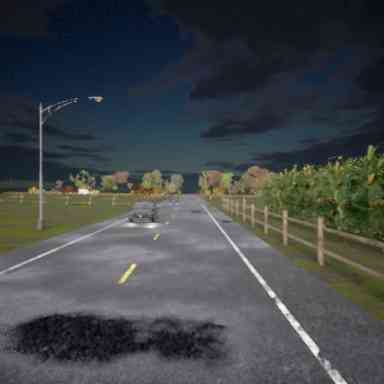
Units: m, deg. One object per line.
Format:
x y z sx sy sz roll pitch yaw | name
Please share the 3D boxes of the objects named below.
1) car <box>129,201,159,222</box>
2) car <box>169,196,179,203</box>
-3.607 1.454 25.592 1.837 1.490 4.892 0 0 0 | car
-3.534 1.441 65.896 2.033 1.411 5.357 0 0 0 | car
